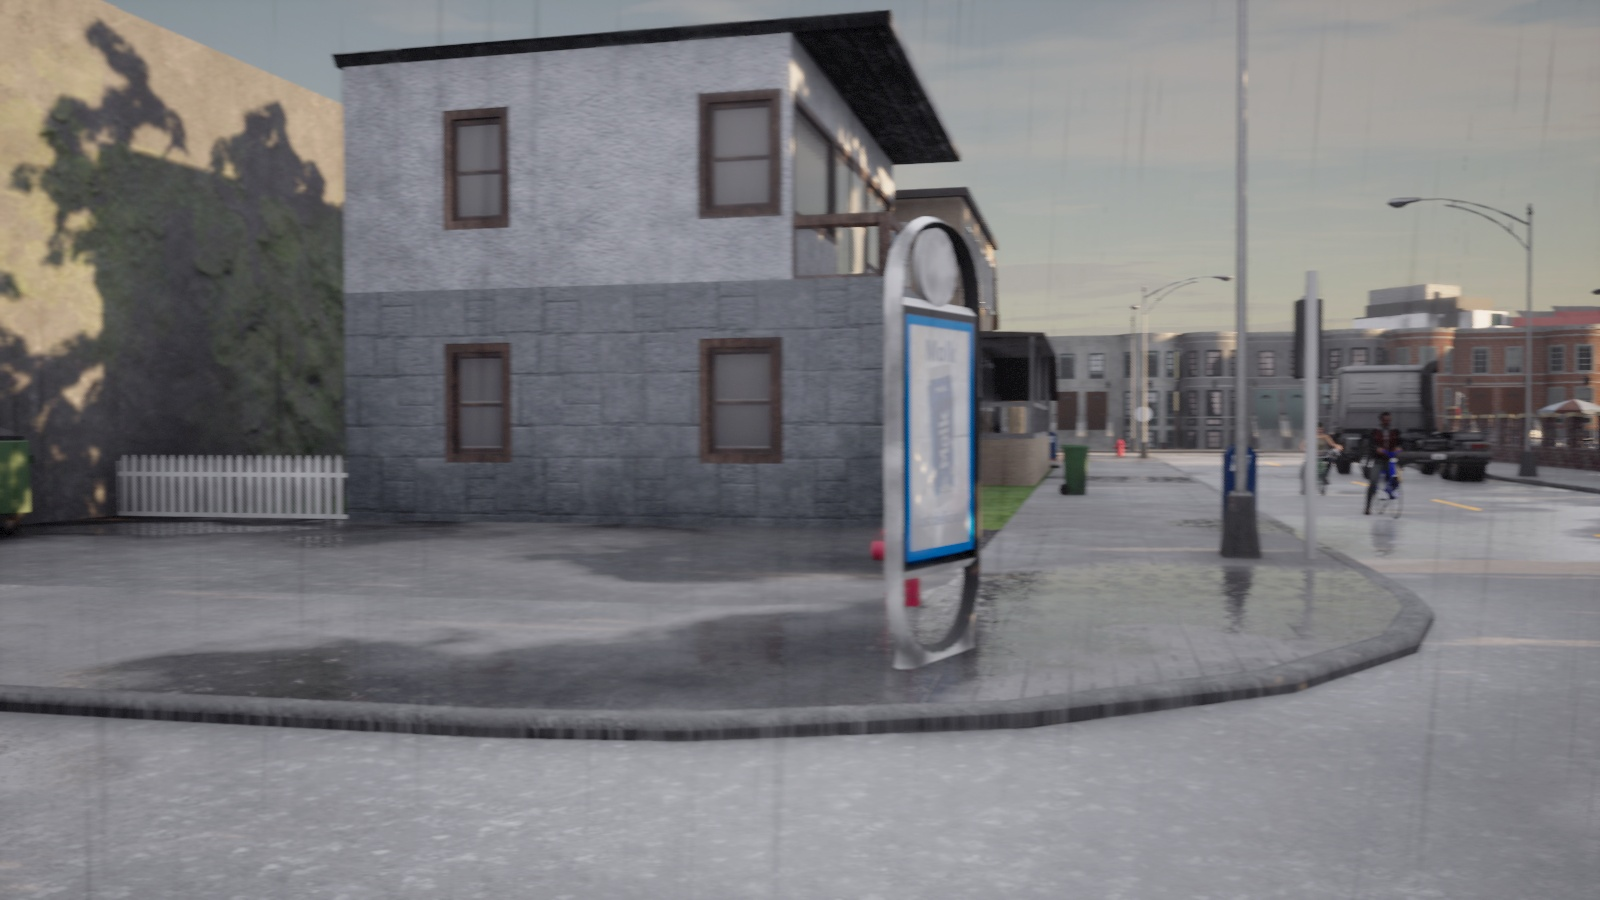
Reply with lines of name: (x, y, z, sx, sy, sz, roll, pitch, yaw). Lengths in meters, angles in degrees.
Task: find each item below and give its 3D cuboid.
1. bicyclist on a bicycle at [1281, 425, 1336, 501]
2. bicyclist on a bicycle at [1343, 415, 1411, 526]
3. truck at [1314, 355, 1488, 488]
bicyclist on a bicycle: (11.074, 0.264, 27.381, 0.866, 1.612, 1.509, 0, 1, 13)
bicyclist on a bicycle: (9.628, 0.318, 21.017, 0.659, 1.776, 1.843, 0, 1, 13)
truck: (17.344, -0.816, 36.841, 2.891, 3.462, 7.936, 0, 1, 13)
